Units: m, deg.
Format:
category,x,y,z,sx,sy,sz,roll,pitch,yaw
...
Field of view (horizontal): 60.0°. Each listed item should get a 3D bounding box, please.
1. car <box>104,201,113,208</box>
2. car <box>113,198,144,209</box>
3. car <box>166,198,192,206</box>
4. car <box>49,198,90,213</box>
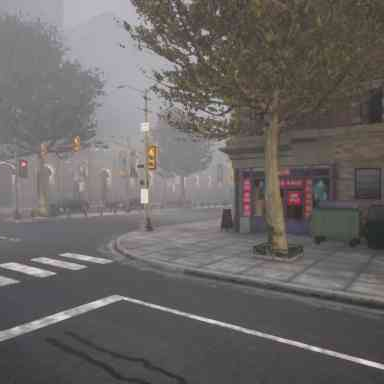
category,x,y,z,sx,sy,sz,roll,pitch,yaw
car,-10.251,1.595,47.876,1.895,1.301,4.718,0,0,36
car,-8.038,1.526,45.536,1.812,1.442,4.674,0,0,36
car,-2.148,1.601,53.733,1.895,1.301,4.718,0,0,36
car,-13.875,1.505,37.444,1.837,1.490,4.892,0,0,36
